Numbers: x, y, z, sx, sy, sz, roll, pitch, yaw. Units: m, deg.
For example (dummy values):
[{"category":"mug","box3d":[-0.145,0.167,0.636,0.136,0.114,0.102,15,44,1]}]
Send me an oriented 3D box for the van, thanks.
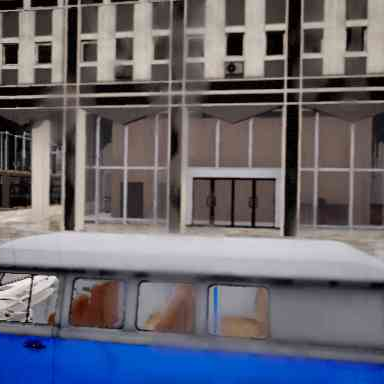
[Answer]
[{"category":"van","box3d":[-0.175,1.321,3.108,3.998,1.788,1.690,1,1,8]}]
